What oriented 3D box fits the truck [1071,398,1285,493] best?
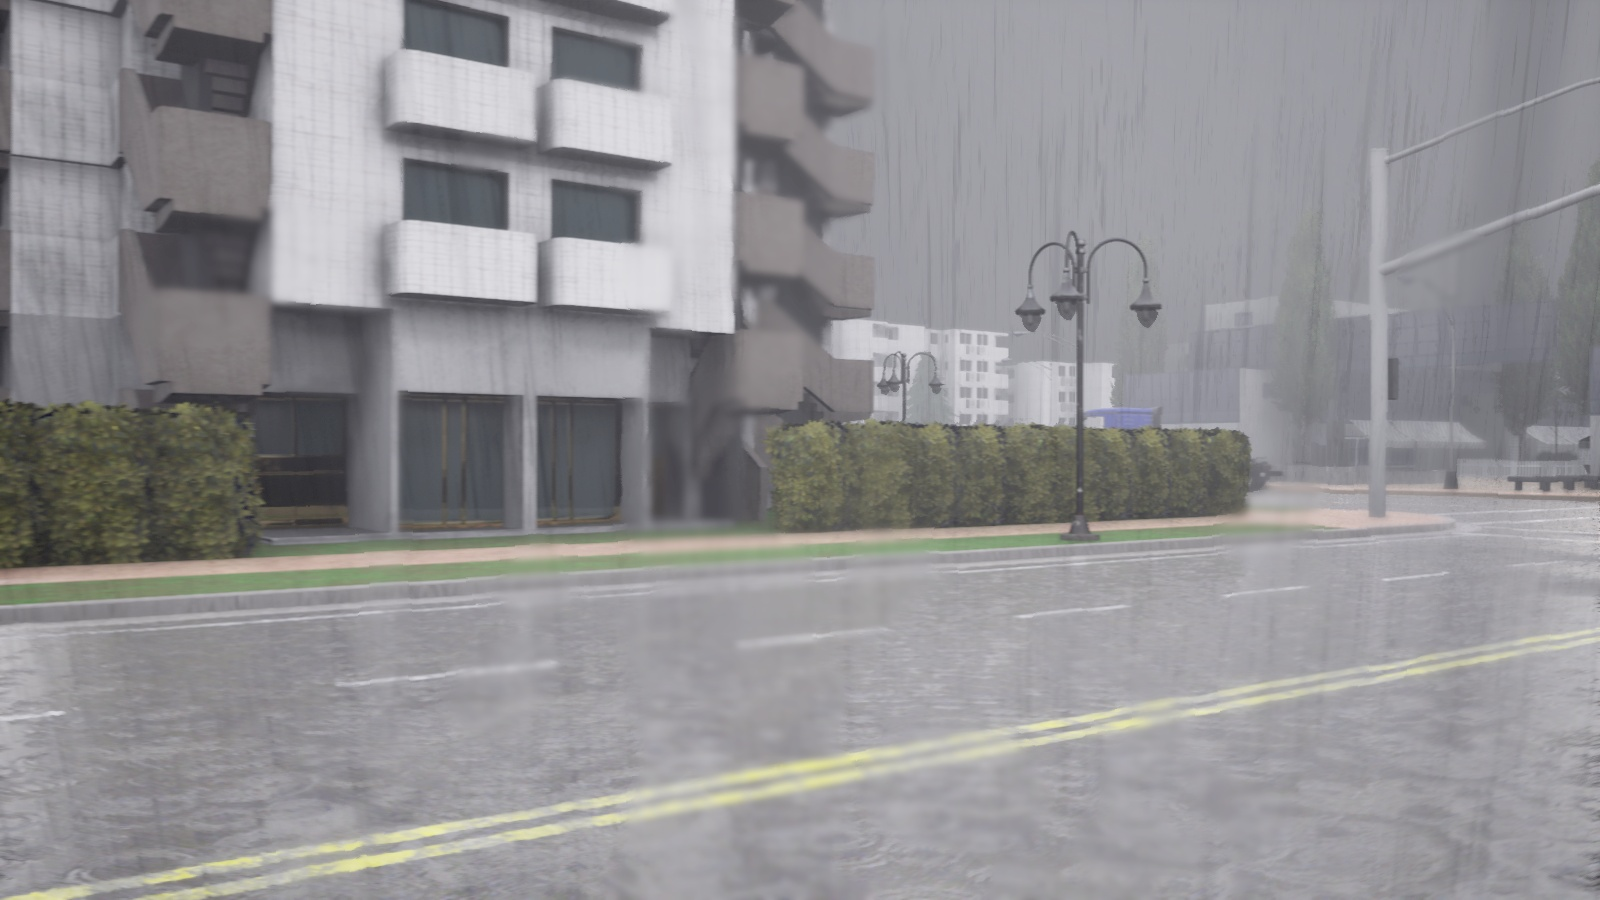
[{"bbox_3d":[14.724,-0.147,49.620,2.891,3.462,7.936,0,0,-36],"label":"truck"}]
